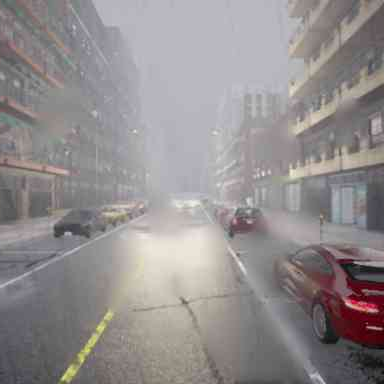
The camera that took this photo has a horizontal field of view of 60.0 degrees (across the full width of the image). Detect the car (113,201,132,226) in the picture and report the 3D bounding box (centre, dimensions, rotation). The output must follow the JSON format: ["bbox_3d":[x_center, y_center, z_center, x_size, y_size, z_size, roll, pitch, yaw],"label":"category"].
[{"bbox_3d":[-5.691,1.503,22.993,1.752,1.417,4.829,1,0,0],"label":"car"}]

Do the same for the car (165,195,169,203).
[{"bbox_3d":[-5.707,1.249,57.188,2.192,1.841,5.009,1,0,0],"label":"car"}]

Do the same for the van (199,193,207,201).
[{"bbox_3d":[2.626,1.239,79.808,1.690,1.788,3.998,1,0,0],"label":"van"}]

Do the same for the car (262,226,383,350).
[{"bbox_3d":[2.699,1.577,6.092,1.802,1.307,4.206,1,0,0],"label":"car"}]

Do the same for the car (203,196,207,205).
[{"bbox_3d":[2.679,1.503,40.114,1.887,1.381,4.507,1,0,0],"label":"car"}]

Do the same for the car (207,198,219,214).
[{"bbox_3d":[2.685,1.523,28.773,2.008,1.369,4.403,1,0,0],"label":"car"}]

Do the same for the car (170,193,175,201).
[{"bbox_3d":[-5.722,1.338,79.873,1.967,1.590,4.097,1,0,0],"label":"car"}]

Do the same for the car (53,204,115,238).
[{"bbox_3d":[-5.689,1.550,17.492,1.947,1.339,4.313,1,0,0],"label":"car"}]

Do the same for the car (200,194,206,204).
[{"bbox_3d":[2.669,1.479,57.126,1.887,1.381,4.507,1,0,0],"label":"car"}]

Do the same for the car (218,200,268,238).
[{"bbox_3d":[2.693,1.424,17.431,1.967,1.590,4.097,1,0,0],"label":"car"}]

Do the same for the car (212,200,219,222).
[{"bbox_3d":[2.688,1.523,23.103,1.887,1.381,4.507,1,0,0],"label":"car"}]

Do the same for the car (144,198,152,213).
[{"bbox_3d":[-5.697,1.405,34.506,1.967,1.590,4.097,1,0,0],"label":"car"}]

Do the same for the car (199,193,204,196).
[{"bbox_3d":[2.652,1.441,68.637,1.752,1.417,4.829,1,0,0],"label":"car"}]

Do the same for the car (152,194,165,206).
[{"bbox_3d":[-5.708,1.493,51.518,2.008,1.369,4.403,1,0,0],"label":"car"}]

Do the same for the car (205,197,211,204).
[{"bbox_3d":[2.682,1.516,34.444,2.008,1.369,4.403,1,0,0],"label":"car"}]

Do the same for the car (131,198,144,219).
[{"bbox_3d":[-5.695,1.522,28.834,2.008,1.369,4.403,1,0,0],"label":"car"}]
